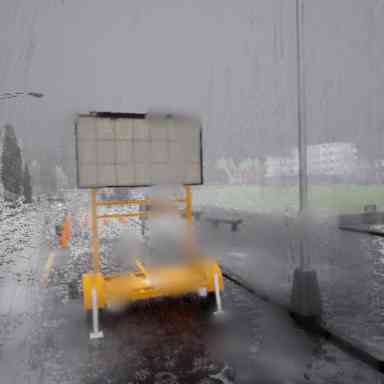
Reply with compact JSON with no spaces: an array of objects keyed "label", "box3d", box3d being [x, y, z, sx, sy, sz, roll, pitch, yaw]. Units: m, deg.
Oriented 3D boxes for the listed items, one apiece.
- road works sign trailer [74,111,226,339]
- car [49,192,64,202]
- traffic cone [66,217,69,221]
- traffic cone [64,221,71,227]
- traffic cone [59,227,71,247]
[{"label":"road works sign trailer","box3d":[-0.976,0.299,6.500,2.380,3.560,2.880,-2,2,-19]},{"label":"car","box3d":[-20.242,0.714,49.550,2.128,1.511,4.902,-2,2,-19]},{"label":"traffic cone","box3d":[-6.170,1.674,16.361,0.340,0.580,0.340,-2,2,-19]},{"label":"traffic cone","box3d":[-5.510,1.706,14.474,0.340,0.580,0.340,-2,2,-19]},{"label":"traffic cone","box3d":[-4.849,1.739,12.586,0.340,0.580,0.340,-2,2,-19]}]
